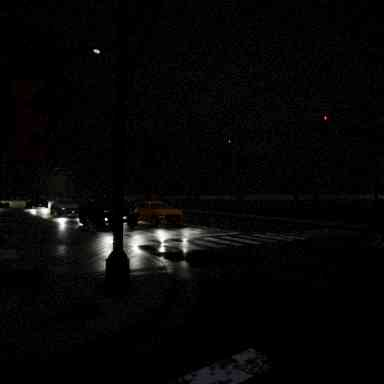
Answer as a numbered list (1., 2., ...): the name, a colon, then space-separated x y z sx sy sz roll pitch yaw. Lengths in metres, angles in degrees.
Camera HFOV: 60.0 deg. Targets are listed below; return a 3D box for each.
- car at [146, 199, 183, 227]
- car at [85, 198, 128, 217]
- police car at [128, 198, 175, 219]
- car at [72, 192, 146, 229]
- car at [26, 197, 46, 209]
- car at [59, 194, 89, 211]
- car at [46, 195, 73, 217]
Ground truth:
1. car: -2.451 1.340 21.889 1.882 1.535 5.008 1 0 -35
2. car: -7.691 1.305 29.470 2.128 1.511 4.902 1 0 -35
3. police car: -3.665 1.402 29.531 2.038 1.542 4.974 1 -1 -35
4. car: -5.207 1.018 20.168 2.150 2.045 5.566 1 -1 -35
5. car: -18.071 1.242 38.797 1.994 1.385 4.181 1 -1 -35
6. car: -13.583 1.110 38.013 2.097 1.767 4.553 1 0 -34
7. car: -10.636 1.271 27.994 1.812 1.442 4.674 1 0 -35
